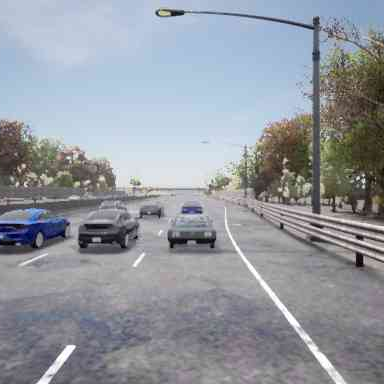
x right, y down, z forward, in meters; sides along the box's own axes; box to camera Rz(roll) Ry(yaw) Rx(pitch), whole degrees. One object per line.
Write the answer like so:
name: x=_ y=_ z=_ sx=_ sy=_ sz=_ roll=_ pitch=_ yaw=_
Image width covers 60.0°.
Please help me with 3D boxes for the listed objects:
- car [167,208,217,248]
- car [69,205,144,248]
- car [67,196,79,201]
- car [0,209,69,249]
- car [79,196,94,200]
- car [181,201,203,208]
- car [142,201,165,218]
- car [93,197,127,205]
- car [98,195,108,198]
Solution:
car: x=0.000 y=1.616 z=14.681 sx=1.895 sy=1.301 sz=4.718 roll=0 pitch=0 yaw=0
car: x=-3.500 y=1.516 z=14.651 sx=1.837 sy=1.490 sz=4.892 roll=0 pitch=0 yaw=0
car: x=-28.000 y=1.583 z=78.868 sx=1.812 sy=1.442 sz=4.674 roll=0 pitch=0 yaw=0
car: x=-7.000 y=1.484 z=14.651 sx=1.882 sy=1.535 sz=5.008 roll=0 pitch=0 yaw=0
car: x=-24.500 y=1.654 z=78.838 sx=1.895 sy=1.301 sz=4.718 roll=0 pitch=0 yaw=0
car: x=0.000 y=1.494 z=29.651 sx=1.882 sy=1.535 sz=5.008 roll=0 pitch=0 yaw=0
car: x=-3.500 y=1.504 z=29.651 sx=2.128 sy=1.511 sz=4.902 roll=0 pitch=0 yaw=0
car: x=-7.000 y=1.504 z=29.651 sx=2.128 sy=1.511 sz=4.902 roll=0 pitch=0 yaw=0
car: x=-21.000 y=1.559 z=78.869 sx=1.837 sy=1.490 sz=4.892 roll=0 pitch=0 yaw=0
